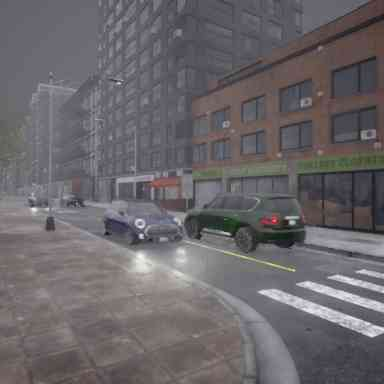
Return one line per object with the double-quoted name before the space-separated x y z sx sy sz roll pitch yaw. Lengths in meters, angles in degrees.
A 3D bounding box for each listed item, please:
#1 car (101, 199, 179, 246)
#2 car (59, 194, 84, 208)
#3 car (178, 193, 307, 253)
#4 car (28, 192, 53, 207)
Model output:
"car" -2.234 1.116 14.102 2.097 1.767 4.553 0 1 -33
"car" -13.410 0.946 37.020 1.837 1.490 4.892 0 0 -33
"car" 1.866 1.051 13.195 2.150 2.045 5.566 0 1 -32
"car" -16.912 0.759 37.107 2.097 1.767 4.553 0 0 -32
